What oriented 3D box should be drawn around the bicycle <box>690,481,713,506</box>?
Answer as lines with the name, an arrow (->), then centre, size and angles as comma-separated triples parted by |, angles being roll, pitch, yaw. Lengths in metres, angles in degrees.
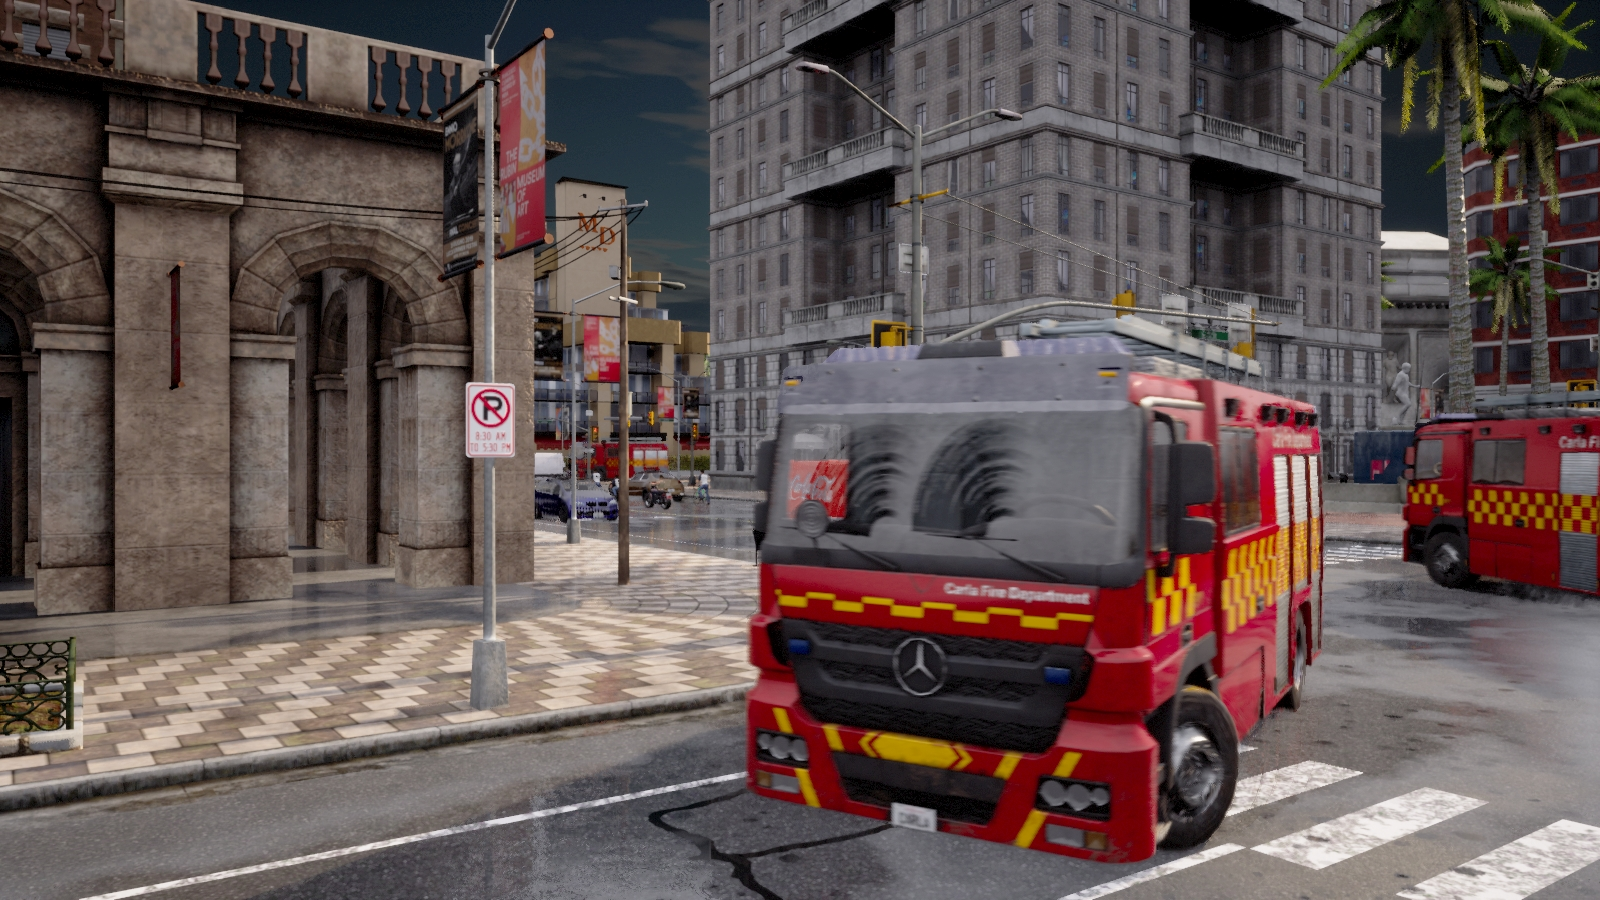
bicycle -> -4.999, 2.195, 57.900 | 0.373, 1.196, 1.643 | 0, 0, -36

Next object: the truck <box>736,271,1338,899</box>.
truck -> 3.001, 0.887, 10.837 | 2.891, 3.827, 8.468 | 0, 0, 31

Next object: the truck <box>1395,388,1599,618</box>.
truck -> 14.677, 0.881, 20.972 | 2.891, 3.827, 8.468 | 0, 0, -2

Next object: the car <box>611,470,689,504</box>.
car -> -8.211, 1.981, 62.259 | 2.152, 1.651, 5.027 | 0, 0, -35

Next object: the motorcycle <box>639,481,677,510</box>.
motorcycle -> -6.767, 2.160, 54.369 | 0.764, 1.277, 2.356 | 0, 0, -35

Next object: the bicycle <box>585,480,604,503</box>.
bicycle -> -11.030, 2.196, 61.250 | 0.373, 1.196, 1.643 | 0, 0, -35

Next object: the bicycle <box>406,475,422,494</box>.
bicycle -> -24.771, 2.202, 73.277 | 0.329, 1.171, 1.835 | 0, 0, -40

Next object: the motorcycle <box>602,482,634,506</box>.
motorcycle -> -9.213, 2.204, 57.798 | 0.803, 1.145, 2.033 | 0, 0, -36
